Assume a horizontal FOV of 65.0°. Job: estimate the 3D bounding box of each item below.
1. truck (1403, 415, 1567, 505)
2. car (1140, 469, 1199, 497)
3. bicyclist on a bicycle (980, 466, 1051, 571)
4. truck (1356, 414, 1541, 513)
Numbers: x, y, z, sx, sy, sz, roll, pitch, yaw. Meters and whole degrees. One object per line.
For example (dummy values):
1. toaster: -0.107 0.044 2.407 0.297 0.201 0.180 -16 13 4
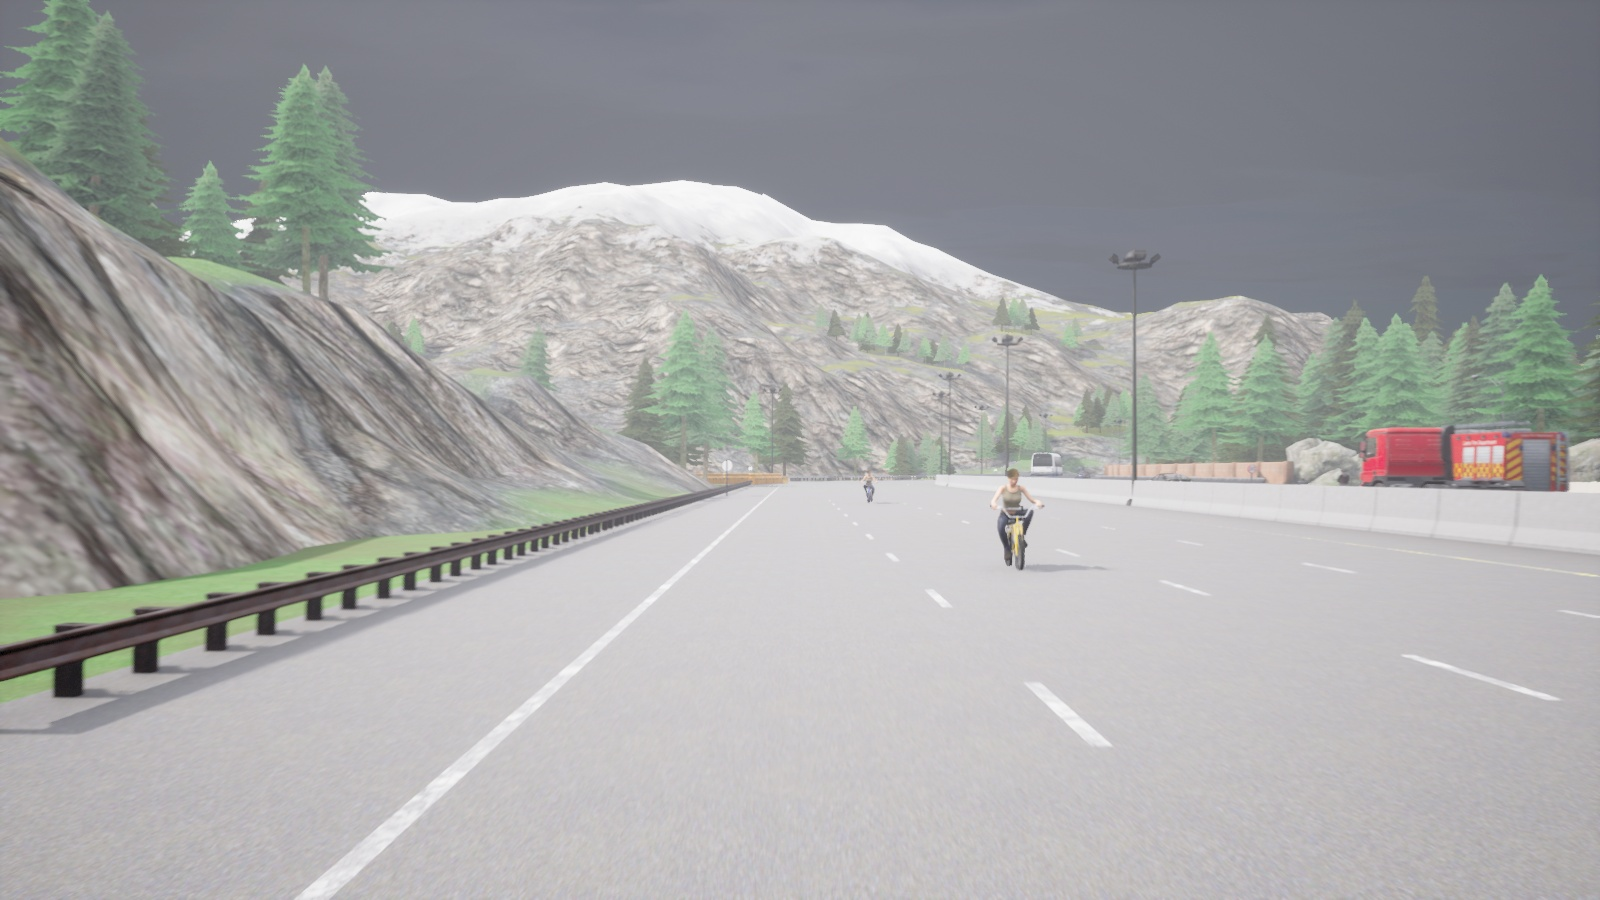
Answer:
1. truck: 31.355 0.491 57.959 2.891 3.827 8.468 0 -1 0
2. car: 20.827 1.863 71.019 2.007 1.525 4.514 0 -1 0
3. bicyclist on a bicycle: 3.445 1.074 20.205 0.866 1.612 1.509 0 -1 0
4. truck: 24.380 0.533 47.809 2.891 3.462 7.936 0 -1 0
